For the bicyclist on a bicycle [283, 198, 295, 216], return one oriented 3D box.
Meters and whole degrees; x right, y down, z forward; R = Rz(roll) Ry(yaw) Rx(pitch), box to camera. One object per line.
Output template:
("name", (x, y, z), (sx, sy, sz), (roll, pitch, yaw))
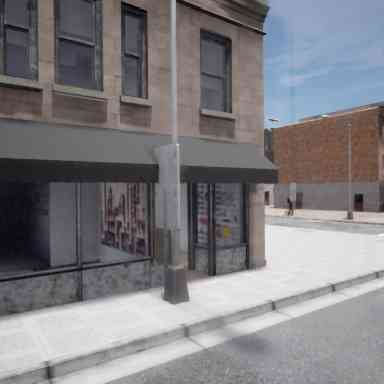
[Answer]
("bicyclist on a bicycle", (8.946, 1.375, 30.642), (1.656, 1.620, 0.582), (-1, 1, -35))
